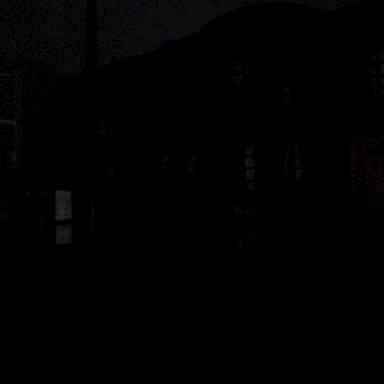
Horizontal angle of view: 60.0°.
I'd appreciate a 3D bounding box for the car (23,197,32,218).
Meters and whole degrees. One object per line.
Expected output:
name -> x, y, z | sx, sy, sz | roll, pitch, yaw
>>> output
car -> -14.484, 1.419, 28.517 | 2.150, 2.045, 5.566 | 0, 0, 35
